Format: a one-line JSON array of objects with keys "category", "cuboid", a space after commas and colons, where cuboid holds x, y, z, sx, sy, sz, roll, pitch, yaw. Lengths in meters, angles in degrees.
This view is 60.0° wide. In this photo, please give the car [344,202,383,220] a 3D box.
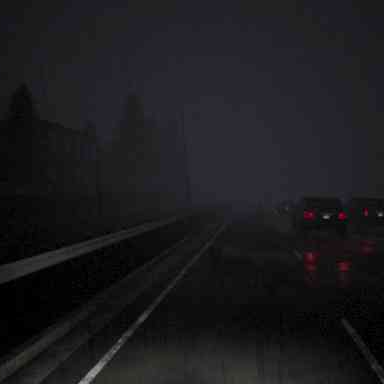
[{"category": "car", "cuboid": [16.679, 1.768, 32.466, 2.033, 1.411, 5.357, 1, 0, 11]}]

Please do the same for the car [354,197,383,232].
[{"category": "car", "cuboid": [11.018, 1.368, 21.208, 2.150, 2.045, 5.566, 1, 0, 11]}]

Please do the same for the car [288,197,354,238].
[{"category": "car", "cuboid": [6.987, 1.302, 18.744, 2.150, 2.045, 5.566, 1, 0, 10]}]

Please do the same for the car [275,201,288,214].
[{"category": "car", "cuboid": [10.300, 1.662, 36.430, 1.994, 1.385, 4.181, 1, 0, 11]}]
